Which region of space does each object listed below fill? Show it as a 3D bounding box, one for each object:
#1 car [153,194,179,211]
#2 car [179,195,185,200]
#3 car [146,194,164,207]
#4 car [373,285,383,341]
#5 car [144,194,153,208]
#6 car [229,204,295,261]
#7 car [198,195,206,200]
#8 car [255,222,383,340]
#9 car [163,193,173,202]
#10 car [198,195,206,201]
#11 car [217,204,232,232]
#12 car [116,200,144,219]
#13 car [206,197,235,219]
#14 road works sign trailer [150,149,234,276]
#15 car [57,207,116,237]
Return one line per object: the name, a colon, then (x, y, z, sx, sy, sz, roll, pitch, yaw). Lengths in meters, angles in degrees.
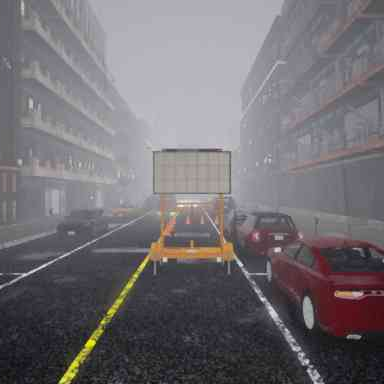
car: (-3.098, 1.219, 41.344, 2.150, 2.045, 5.566, 0, 0, 0)
car: (-2.998, 1.463, 90.356, 1.882, 1.535, 5.008, 0, 0, 0)
car: (-5.687, 1.305, 51.681, 2.192, 1.841, 5.009, 0, 0, 0)
car: (2.691, 1.566, 0.949, 1.947, 1.339, 4.313, 0, 0, 0)
car: (-5.688, 1.432, 46.045, 1.967, 1.590, 4.097, 0, 0, 0)
car: (2.692, 1.440, 12.223, 1.967, 1.590, 4.097, 0, 0, 0)
car: (2.694, 1.517, 91.131, 1.887, 1.381, 4.507, 0, 0, 0)
car: (2.692, 1.545, 6.586, 1.887, 1.381, 4.507, 0, 0, 0)
car: (-5.686, 1.293, 79.863, 2.192, 1.841, 5.009, 0, 0, 0)
car: (2.694, 1.503, 80.029, 1.752, 1.417, 4.829, 0, 0, 0)
car: (2.692, 1.550, 17.858, 2.008, 1.369, 4.403, 0, 0, 0)
car: (-5.688, 1.523, 28.965, 1.752, 1.417, 4.829, 0, 0, 0)
car: (2.694, 1.313, 29.131, 2.192, 1.841, 5.009, 0, 0, 0)
road works sign trailer: (0.000, 0.465, 10.355, 2.380, 3.560, 2.880, 0, 0, 0)
car: (-5.689, 1.566, 17.861, 1.947, 1.339, 4.313, 0, 0, 0)
